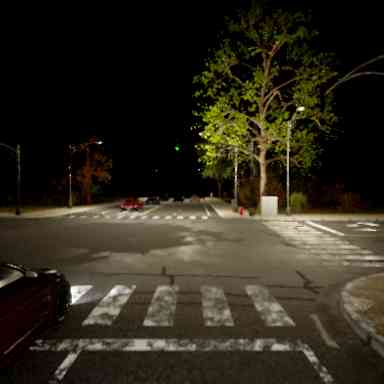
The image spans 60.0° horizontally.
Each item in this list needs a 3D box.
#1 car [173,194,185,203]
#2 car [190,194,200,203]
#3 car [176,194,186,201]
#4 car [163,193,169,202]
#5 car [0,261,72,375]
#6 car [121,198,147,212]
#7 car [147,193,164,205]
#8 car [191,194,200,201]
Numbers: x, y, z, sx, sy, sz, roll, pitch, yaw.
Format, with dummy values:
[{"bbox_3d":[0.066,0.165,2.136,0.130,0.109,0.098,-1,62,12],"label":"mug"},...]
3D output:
[{"bbox_3d":[-2.686,1.330,65.073,2.033,1.411,5.357,0,0,1],"label":"car"},{"bbox_3d":[0.571,1.383,65.432,1.895,1.301,4.718,0,0,1],"label":"car"},{"bbox_3d":[-2.510,1.160,75.490,2.128,1.511,4.902,0,0,1],"label":"car"},{"bbox_3d":[-5.885,1.094,68.119,2.097,1.767,4.553,0,0,1],"label":"car"},{"bbox_3d":[-3.150,1.552,4.341,1.994,1.385,4.181,0,0,0],"label":"car"},{"bbox_3d":[-6.508,1.416,36.599,1.812,1.442,4.674,0,1,1],"label":"car"},{"bbox_3d":[-6.182,1.377,53.146,2.033,1.411,5.357,0,0,2],"label":"car"},{"bbox_3d":[0.740,1.188,75.435,1.994,1.385,4.181,0,0,1],"label":"car"}]
